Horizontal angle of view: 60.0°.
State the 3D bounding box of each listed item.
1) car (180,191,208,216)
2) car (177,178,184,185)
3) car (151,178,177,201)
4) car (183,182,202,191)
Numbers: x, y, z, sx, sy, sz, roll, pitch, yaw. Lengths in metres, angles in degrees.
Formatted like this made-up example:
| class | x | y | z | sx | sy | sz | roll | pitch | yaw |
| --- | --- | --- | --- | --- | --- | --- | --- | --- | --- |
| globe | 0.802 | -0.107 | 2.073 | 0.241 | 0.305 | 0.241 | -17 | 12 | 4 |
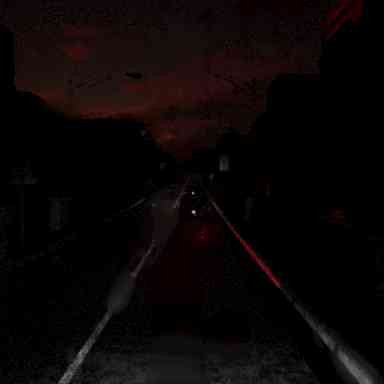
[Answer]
| class | x | y | z | sx | sy | sz | roll | pitch | yaw |
| --- | --- | --- | --- | --- | --- | --- | --- | --- | --- |
| car | 0.116 | 0.886 | 23.895 | 1.895 | 1.301 | 4.718 | 0 | 3 | 0 |
| car | -2.992 | -2.530 | 76.897 | 2.097 | 1.767 | 4.553 | 0 | 3 | 0 |
| car | -3.081 | -0.194 | 35.849 | 2.150 | 2.045 | 5.566 | 0 | 3 | 0 |
| car | 0.115 | -0.249 | 41.720 | 1.837 | 1.490 | 4.892 | 0 | 3 | 0 |
